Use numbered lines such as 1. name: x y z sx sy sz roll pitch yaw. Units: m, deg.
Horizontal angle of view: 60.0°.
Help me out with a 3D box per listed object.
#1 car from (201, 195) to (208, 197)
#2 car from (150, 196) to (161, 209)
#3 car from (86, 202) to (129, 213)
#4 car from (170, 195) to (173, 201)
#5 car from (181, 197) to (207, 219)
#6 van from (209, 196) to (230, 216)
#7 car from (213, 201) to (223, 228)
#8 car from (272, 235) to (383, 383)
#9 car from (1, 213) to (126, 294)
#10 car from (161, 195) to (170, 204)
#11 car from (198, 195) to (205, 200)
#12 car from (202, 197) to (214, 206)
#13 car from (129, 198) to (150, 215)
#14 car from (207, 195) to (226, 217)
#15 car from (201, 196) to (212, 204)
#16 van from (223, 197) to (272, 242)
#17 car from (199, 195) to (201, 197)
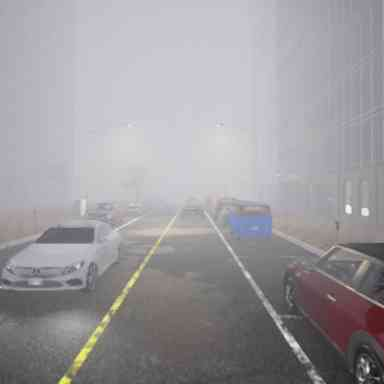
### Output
1. car: 2.693 1.284 44.309 2.192 1.841 5.009 1 0 0
2. car: -5.691 1.520 44.285 2.008 1.369 4.403 1 0 0
3. car: -5.685 1.428 21.714 1.967 1.590 4.097 1 0 0
4. car: -5.697 1.474 83.784 1.887 1.381 4.507 1 0 0
5. car: 0.096 1.472 28.895 2.128 1.511 4.902 0 0 0
6. van: 2.694 1.319 33.027 1.690 1.788 3.998 1 0 0
7. car: 2.694 1.538 21.744 2.008 1.369 4.403 1 0 0
8. car: 2.698 1.438 4.819 1.967 1.590 4.097 0 0 0
9. car: -3.101 1.521 8.933 1.812 1.442 4.674 0 0 0
10. car: -5.694 1.505 61.213 2.008 1.369 4.403 1 0 0
11. car: 2.681 1.466 95.082 2.008 1.369 4.403 1 0 0
12. car: 2.687 1.541 55.592 1.802 1.307 4.206 1 0 0
13. car: -5.688 1.529 32.999 2.008 1.369 4.403 1 0 0
14. car: 2.695 1.298 27.385 2.192 1.841 5.009 1 0 0
15. car: 2.687 1.479 61.403 1.752 1.417 4.829 1 0 0
16. van: 2.697 1.332 16.102 1.690 1.788 3.998 1 0 0
17. car: 0.070 1.493 46.001 1.812 1.442 4.674 0 0 0
